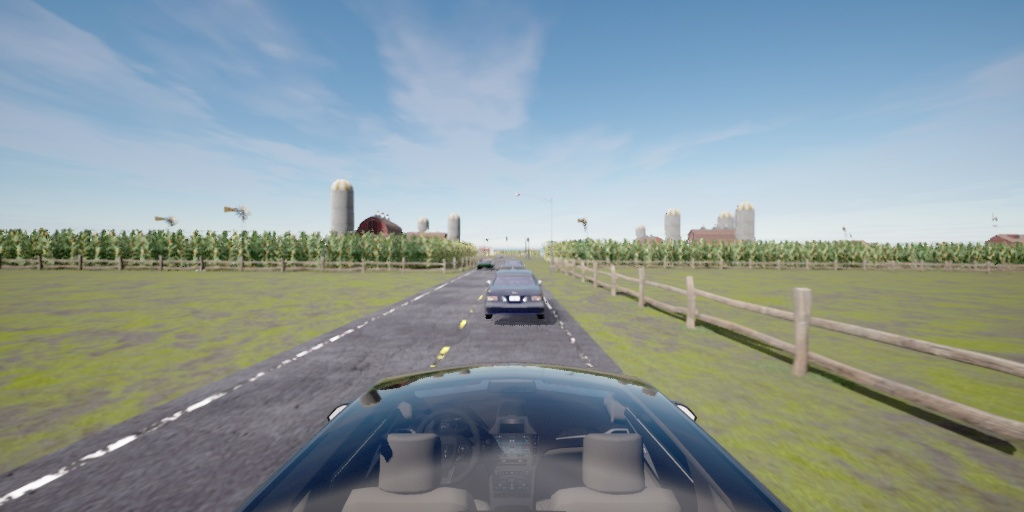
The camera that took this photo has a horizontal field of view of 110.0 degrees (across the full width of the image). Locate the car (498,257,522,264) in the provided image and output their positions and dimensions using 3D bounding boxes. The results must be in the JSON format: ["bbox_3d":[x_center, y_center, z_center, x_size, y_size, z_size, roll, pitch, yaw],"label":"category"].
[{"bbox_3d":[0.086,1.008,28.236,2.033,1.411,5.357,0,1,0],"label":"car"}]

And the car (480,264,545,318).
[{"bbox_3d":[0.083,1.177,12.319,2.033,1.411,5.357,0,1,0],"label":"car"}]

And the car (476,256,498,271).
[{"bbox_3d":[-2.847,0.946,39.569,1.895,1.301,4.718,0,1,0],"label":"car"}]
